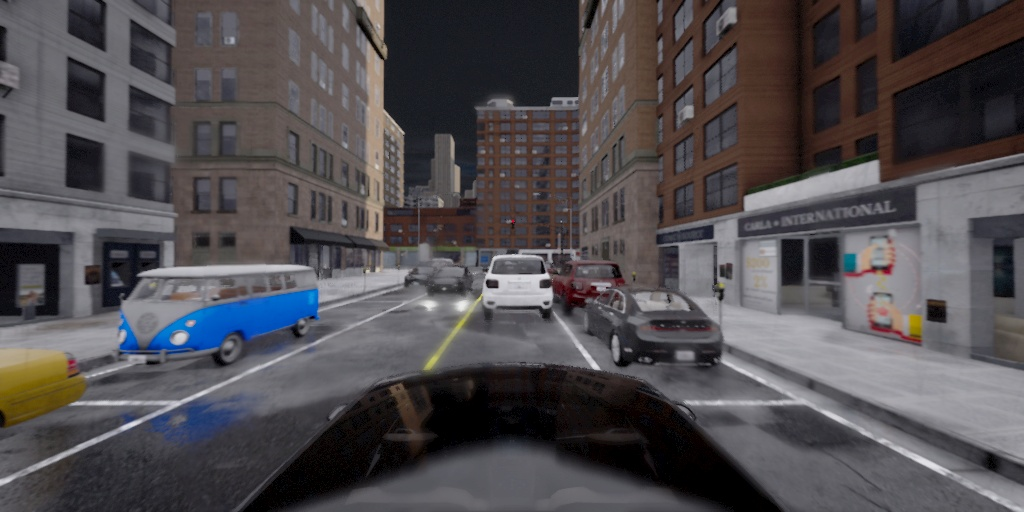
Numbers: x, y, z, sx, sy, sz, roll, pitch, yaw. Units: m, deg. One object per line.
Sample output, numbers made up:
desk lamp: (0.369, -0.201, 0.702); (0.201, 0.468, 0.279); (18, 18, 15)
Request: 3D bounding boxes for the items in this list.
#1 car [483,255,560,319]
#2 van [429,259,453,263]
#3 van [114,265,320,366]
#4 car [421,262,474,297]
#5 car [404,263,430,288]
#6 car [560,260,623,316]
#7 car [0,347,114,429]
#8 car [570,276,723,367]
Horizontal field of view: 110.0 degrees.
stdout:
car: (0.118, 0.975, 12.958); (2.150, 2.045, 5.566); (0, 0, -2)
van: (-5.866, 1.114, 29.628); (1.690, 1.789, 3.998); (0, 0, 0)
van: (-5.859, 1.091, 7.700); (1.690, 1.789, 3.998); (0, 0, 0)
car: (-3.104, 1.264, 18.810); (1.837, 1.490, 4.892); (0, 0, 0)
car: (-5.864, 1.332, 24.146); (1.948, 1.339, 4.313); (0, 0, 0)
car: (2.665, 1.069, 13.181); (2.192, 1.841, 5.009); (0, 0, 0)
car: (-5.857, 1.275, 2.048); (1.751, 1.417, 4.829); (0, 0, 0)
car: (2.666, 1.301, 7.700); (2.007, 1.370, 4.403); (0, 0, 0)
